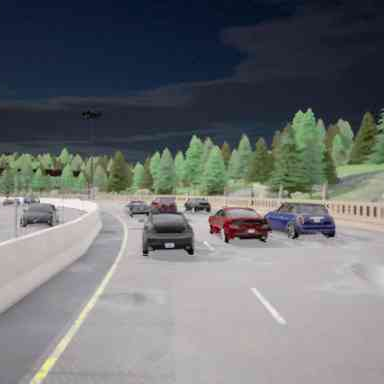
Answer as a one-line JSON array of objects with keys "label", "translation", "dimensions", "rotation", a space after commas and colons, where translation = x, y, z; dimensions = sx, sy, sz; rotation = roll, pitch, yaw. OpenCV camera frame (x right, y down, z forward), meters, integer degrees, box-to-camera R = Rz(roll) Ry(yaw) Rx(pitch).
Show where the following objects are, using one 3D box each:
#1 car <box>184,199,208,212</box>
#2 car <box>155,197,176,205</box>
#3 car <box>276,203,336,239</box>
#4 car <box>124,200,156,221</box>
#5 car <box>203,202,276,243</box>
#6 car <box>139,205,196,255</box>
[{"label": "car", "translation": [0.516, 1.482, 35.887], "dimensions": [1.837, 1.490, 4.892], "rotation": [0, 0, -19]}, {"label": "car", "translation": [-3.163, 1.341, 35.772], "dimensions": [2.097, 1.767, 4.553], "rotation": [0, 0, -20]}, {"label": "car", "translation": [5.366, 1.325, 17.276], "dimensions": [2.097, 1.767, 4.553], "rotation": [0, 0, -9]}, {"label": "car", "translation": [-5.167, 1.545, 31.150], "dimensions": [2.033, 1.411, 5.357], "rotation": [0, 0, -19]}, {"label": "car", "translation": [2.049, 1.462, 16.126], "dimensions": [1.882, 1.535, 5.008], "rotation": [0, 0, -9]}, {"label": "car", "translation": [-1.054, 1.500, 13.311], "dimensions": [1.837, 1.490, 4.892], "rotation": [0, 0, -8]}]
